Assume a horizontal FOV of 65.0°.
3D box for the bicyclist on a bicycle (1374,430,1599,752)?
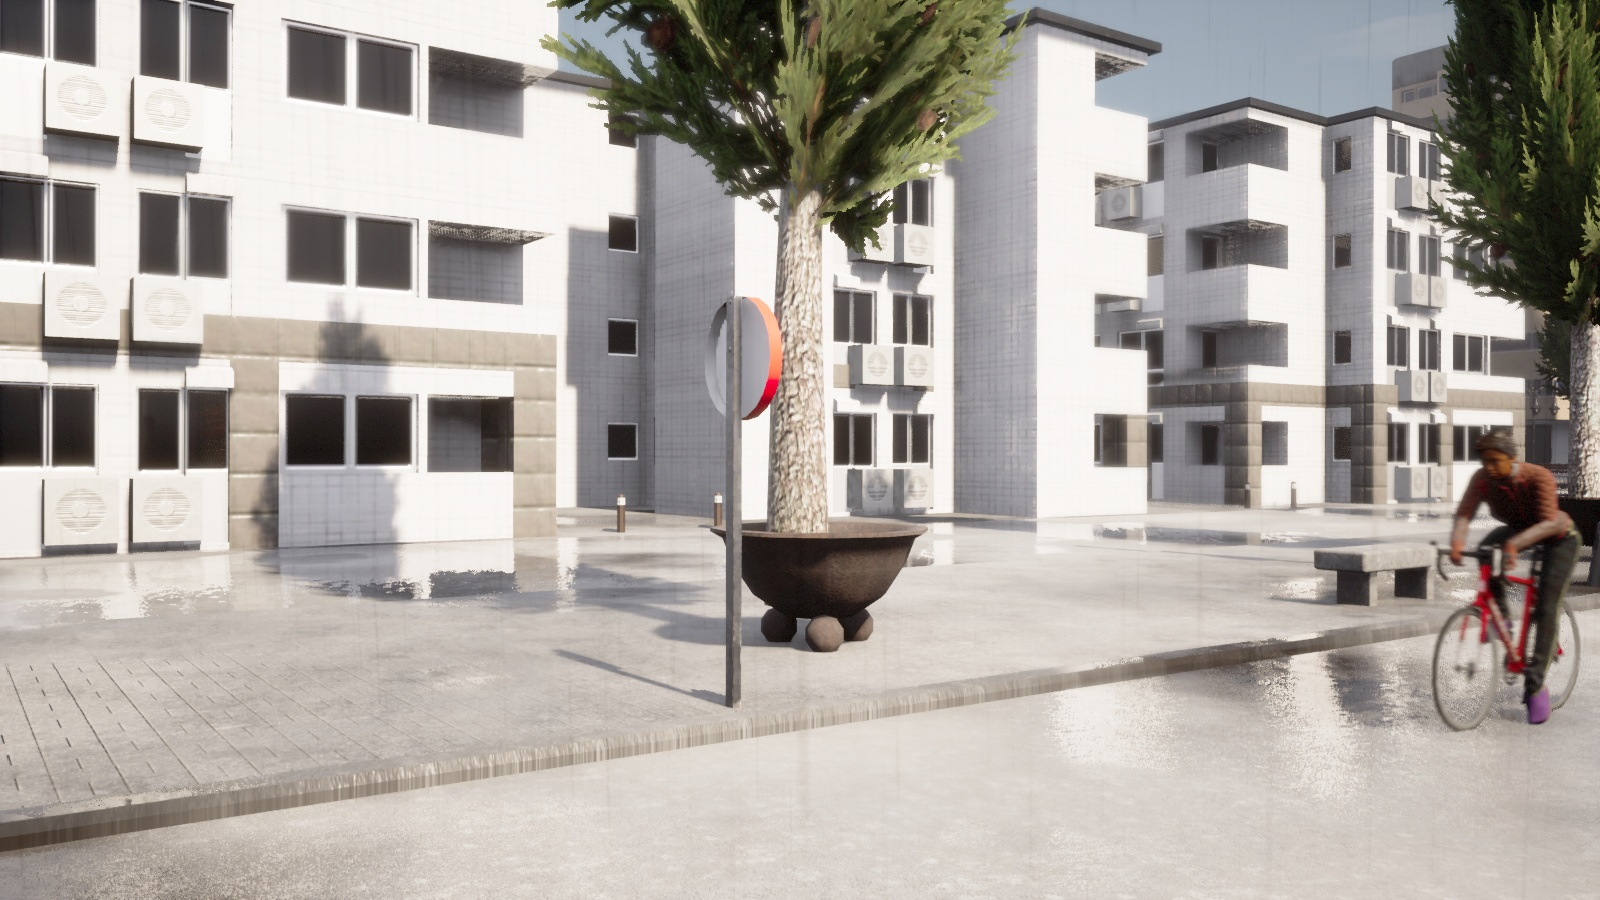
[{"bbox_3d":[3.953,0.706,7.019,1.656,1.620,0.582,0,0,-35],"label":"bicyclist on a bicycle"}]
